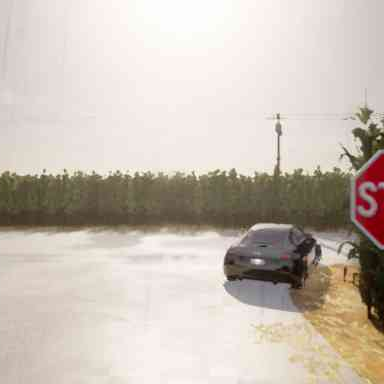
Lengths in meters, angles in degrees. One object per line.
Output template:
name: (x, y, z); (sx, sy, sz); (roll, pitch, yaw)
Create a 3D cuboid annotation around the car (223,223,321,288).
car: (2.429, 1.595, 9.554); (1.994, 1.385, 4.181); (0, 0, 27)
